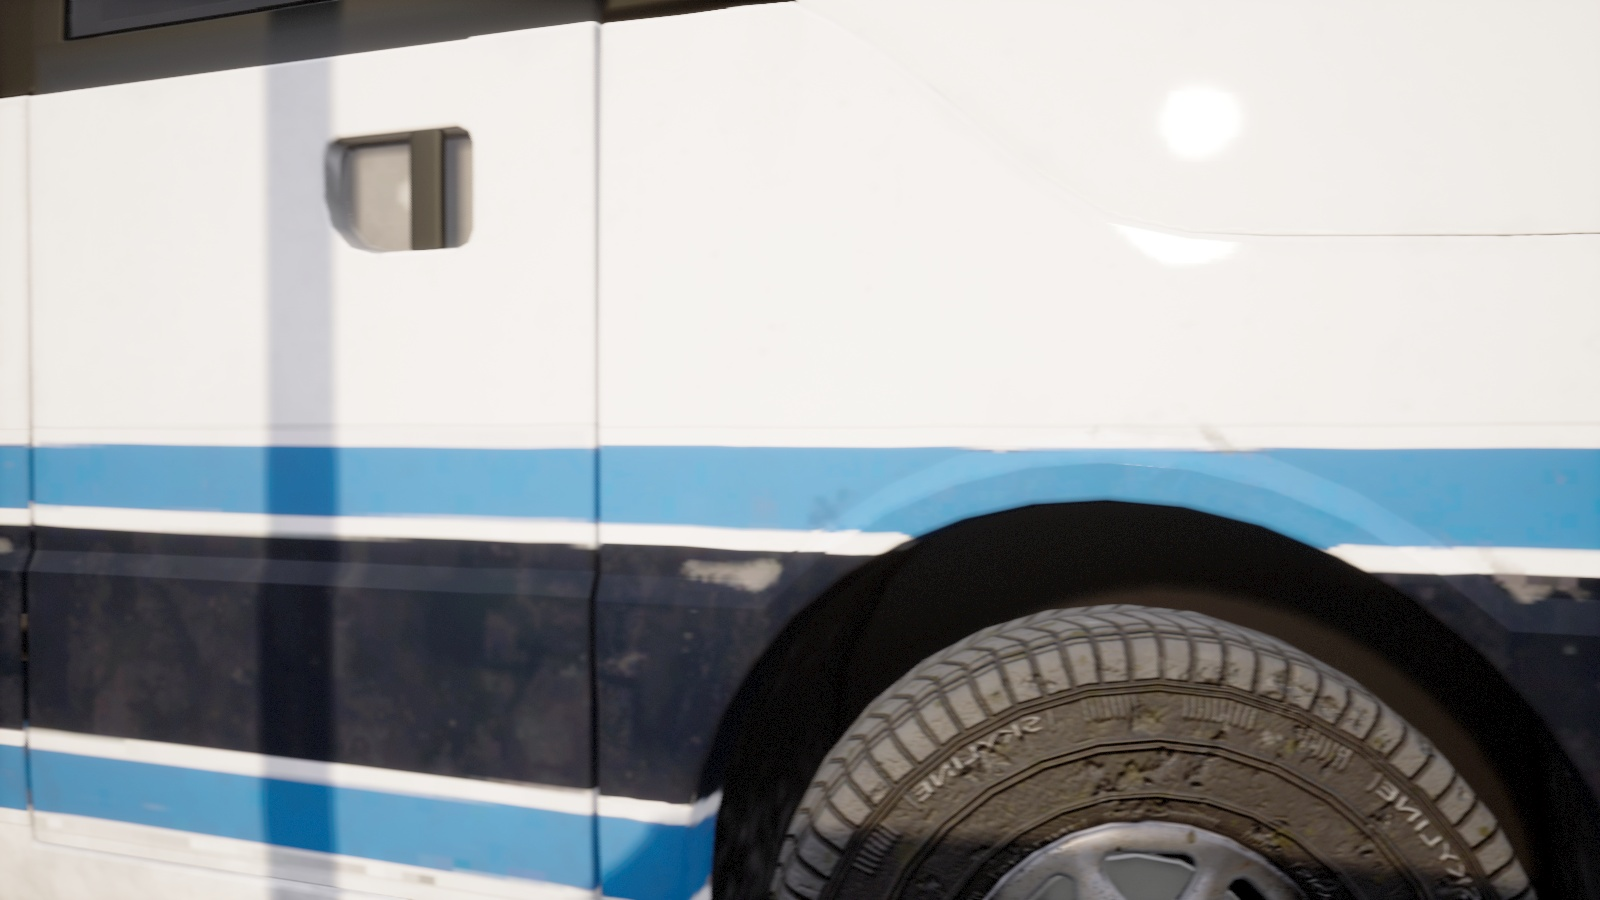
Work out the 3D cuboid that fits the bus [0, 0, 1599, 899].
[{"bbox_3d":[-1.841,-0.637,4.395,10.273,4.253,3.944,1,1,20],"label":"bus"}]
